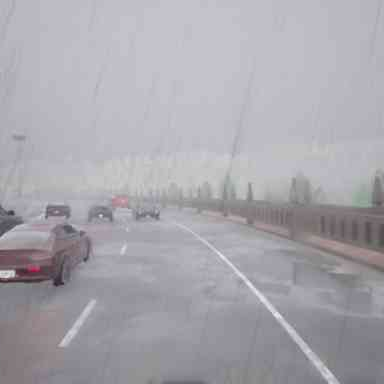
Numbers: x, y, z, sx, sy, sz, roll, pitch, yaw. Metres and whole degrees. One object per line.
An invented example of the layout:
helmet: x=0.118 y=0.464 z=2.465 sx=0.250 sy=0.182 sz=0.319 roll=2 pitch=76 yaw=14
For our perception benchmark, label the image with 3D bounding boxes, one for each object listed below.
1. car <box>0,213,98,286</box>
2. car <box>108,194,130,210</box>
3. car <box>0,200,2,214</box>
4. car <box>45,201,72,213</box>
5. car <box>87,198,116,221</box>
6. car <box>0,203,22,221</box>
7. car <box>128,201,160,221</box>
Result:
car: x=-4.065 y=1.535 z=9.215 sx=1.812 sy=1.442 sz=4.674 roll=0 pitch=0 yaw=-6
car: x=-9.524 y=1.227 z=43.174 sx=2.150 sy=2.045 sz=5.566 roll=0 pitch=0 yaw=-24
car: x=-21.019 y=1.604 z=34.074 sx=2.033 sy=1.411 sz=5.357 roll=0 pitch=0 yaw=-22
car: x=-11.877 y=1.502 z=29.726 sx=1.882 sy=1.535 sz=5.008 roll=0 pitch=0 yaw=-18
car: x=-7.471 y=1.514 z=27.208 sx=1.837 sy=1.490 sz=4.892 roll=0 pitch=0 yaw=-15
car: x=-7.812 y=1.243 z=11.677 sx=2.150 sy=2.045 sz=5.566 roll=0 pitch=0 yaw=-7
car: x=-3.918 y=1.595 z=27.627 sx=1.895 sy=1.301 sz=4.718 roll=0 pitch=0 yaw=-15
